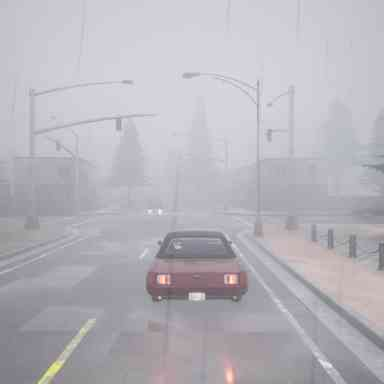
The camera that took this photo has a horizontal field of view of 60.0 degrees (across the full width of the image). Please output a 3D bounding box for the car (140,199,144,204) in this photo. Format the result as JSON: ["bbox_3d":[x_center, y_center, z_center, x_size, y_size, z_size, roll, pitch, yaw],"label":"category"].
[{"bbox_3d":[-6.701,1.469,53.679,1.837,1.490,4.892,0,0,-16],"label":"car"}]

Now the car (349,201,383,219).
[{"bbox_3d":[15.771,1.475,27.886,4.902,1.511,2.128,0,0,2],"label":"car"}]

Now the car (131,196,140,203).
[{"bbox_3d":[-11.755,1.442,66.784,1.882,1.535,5.008,0,0,-26],"label":"car"}]

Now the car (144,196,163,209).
[{"bbox_3d":[-4.823,1.529,43.443,1.994,1.385,4.181,0,0,-6],"label":"car"}]

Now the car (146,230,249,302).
[{"bbox_3d":[0.074,1.601,8.227,1.895,1.301,4.718,0,0,-1],"label":"car"}]
